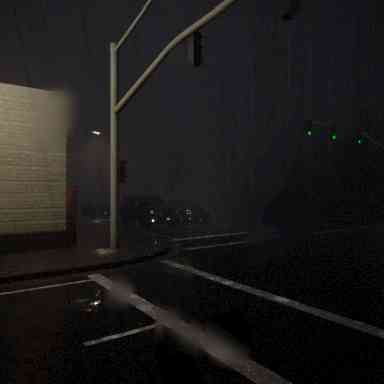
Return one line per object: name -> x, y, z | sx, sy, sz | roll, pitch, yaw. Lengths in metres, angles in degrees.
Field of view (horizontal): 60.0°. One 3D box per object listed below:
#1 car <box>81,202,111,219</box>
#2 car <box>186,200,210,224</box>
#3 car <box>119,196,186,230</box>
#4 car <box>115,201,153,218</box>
car -> -8.502, 1.619, 30.041 | 1.994, 1.385, 4.181 | 0, 0, -35
car -> -0.671, 1.407, 25.084 | 2.097, 1.767, 4.553 | 0, 0, -35
car -> -3.040, 1.277, 22.372 | 2.150, 2.045, 5.566 | 0, 0, -36
car -> -5.687, 1.619, 32.115 | 1.994, 1.385, 4.181 | 0, 0, -35
